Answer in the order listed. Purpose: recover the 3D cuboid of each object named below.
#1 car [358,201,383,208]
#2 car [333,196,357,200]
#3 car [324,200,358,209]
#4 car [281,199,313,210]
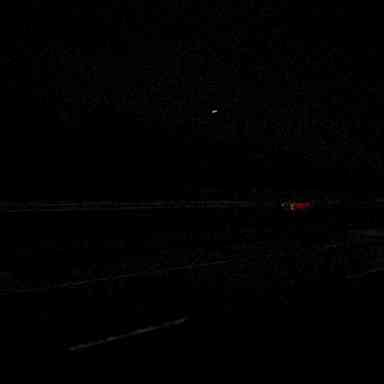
[{"bbox_3d":[20.250,1.716,35.603,4.553,1.767,2.097,1,0,-35],"label":"car"},{"bbox_3d":[19.800,1.621,43.853,5.566,2.045,2.150,0,0,-35],"label":"car"},{"bbox_3d":[17.820,1.906,38.172,5.357,1.411,2.033,1,0,-35],"label":"car"},{"bbox_3d":[13.871,1.712,43.942,4.553,1.767,2.097,1,0,-35],"label":"car"}]
